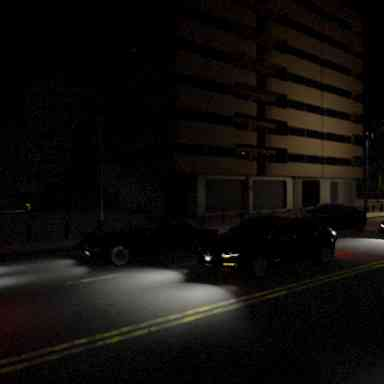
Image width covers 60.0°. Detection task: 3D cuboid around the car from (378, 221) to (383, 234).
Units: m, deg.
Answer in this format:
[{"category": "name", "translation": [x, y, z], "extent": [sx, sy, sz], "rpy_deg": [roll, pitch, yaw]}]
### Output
[{"category": "car", "translation": [11.243, 1.429, 16.197], "extent": [5.357, 1.411, 2.033], "rpy_deg": [0, 0, -35]}]

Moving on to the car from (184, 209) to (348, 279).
[{"category": "car", "translation": [2.386, 1.457, 9.971], "extent": [4.892, 1.490, 1.837], "rpy_deg": [0, 0, -35]}]

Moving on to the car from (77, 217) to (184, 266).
[{"category": "car", "translation": [-1.420, 1.566, 11.563], "extent": [4.718, 1.301, 1.895], "rpy_deg": [0, 0, -35]}]

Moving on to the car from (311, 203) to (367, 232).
[{"category": "car", "translation": [7.346, 1.374, 17.744], "extent": [5.008, 1.535, 1.882], "rpy_deg": [0, 0, -35]}]
